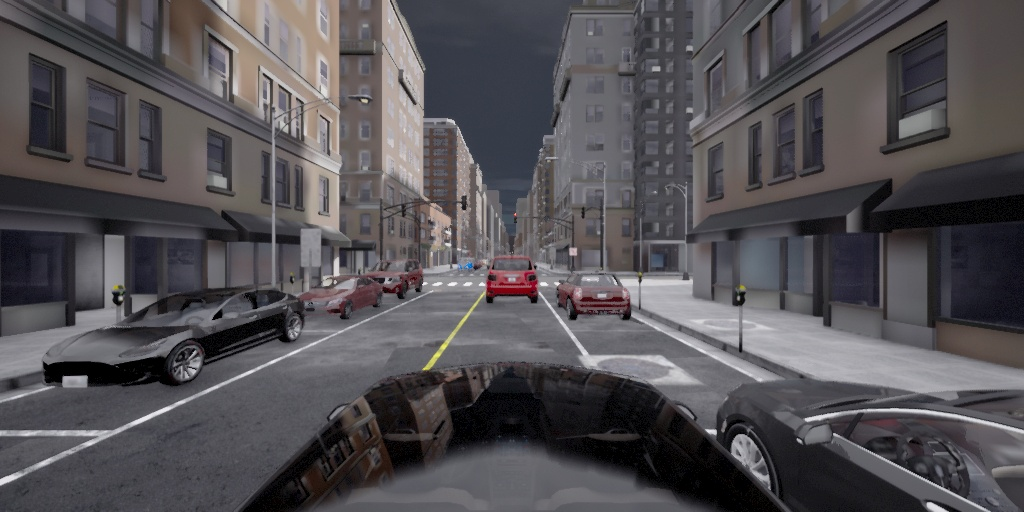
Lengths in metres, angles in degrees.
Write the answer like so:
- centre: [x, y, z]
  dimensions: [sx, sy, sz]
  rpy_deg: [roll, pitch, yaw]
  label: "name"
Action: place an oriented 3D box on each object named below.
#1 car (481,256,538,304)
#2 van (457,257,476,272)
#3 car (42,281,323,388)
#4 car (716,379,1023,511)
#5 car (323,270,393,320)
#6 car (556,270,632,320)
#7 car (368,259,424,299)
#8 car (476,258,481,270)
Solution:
- centre: [0.000, 1.006, 16.530]
  dimensions: [2.150, 2.045, 5.566]
  rpy_deg: [0, 0, 0]
  label: "car"
- centre: [-5.858, 1.083, 44.981]
  dimensions: [1.690, 1.789, 3.998]
  rpy_deg: [0, 0, 0]
  label: "van"
- centre: [-5.858, 1.314, 6.987]
  dimensions: [1.948, 1.339, 4.313]
  rpy_deg: [0, 0, 0]
  label: "car"
- centre: [2.668, 1.299, 1.485]
  dimensions: [2.007, 1.370, 4.403]
  rpy_deg: [0, 0, 0]
  label: "car"
- centre: [-5.858, 1.330, 12.510]
  dimensions: [1.802, 1.307, 4.207]
  rpy_deg: [0, 0, 0]
  label: "car"
- centre: [2.668, 1.188, 12.536]
  dimensions: [1.967, 1.591, 4.097]
  rpy_deg: [0, 0, 0]
  label: "car"
- centre: [-5.858, 1.062, 18.033]
  dimensions: [2.192, 1.841, 5.009]
  rpy_deg: [0, 0, 0]
  label: "car"
- centre: [-5.858, 1.055, 50.577]
  dimensions: [2.192, 1.841, 5.009]
  rpy_deg: [0, 0, 0]
  label: "car"
